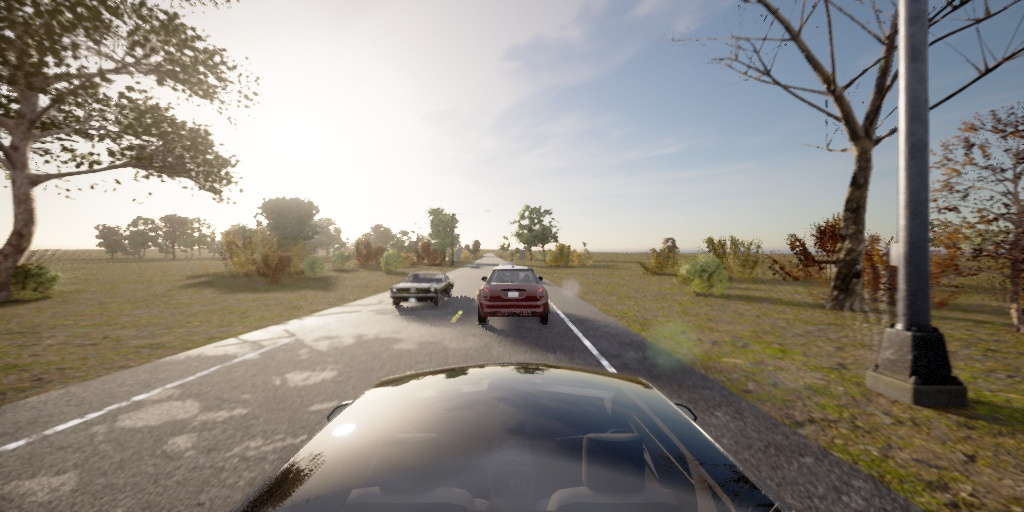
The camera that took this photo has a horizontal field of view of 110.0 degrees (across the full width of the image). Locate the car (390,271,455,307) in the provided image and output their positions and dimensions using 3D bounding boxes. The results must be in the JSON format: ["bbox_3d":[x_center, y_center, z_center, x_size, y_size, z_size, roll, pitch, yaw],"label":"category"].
[{"bbox_3d":[-3.725,1.347,15.579,1.895,1.301,4.718,0,0,-1],"label":"car"}]

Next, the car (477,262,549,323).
[{"bbox_3d":[0.015,1.098,12.187,2.097,1.767,4.553,0,0,-1],"label":"car"}]
